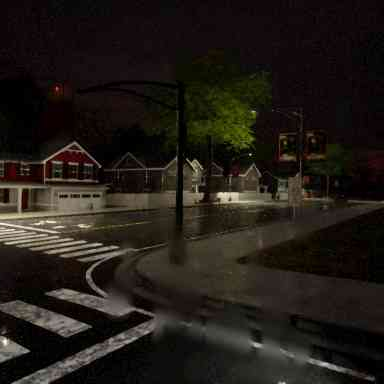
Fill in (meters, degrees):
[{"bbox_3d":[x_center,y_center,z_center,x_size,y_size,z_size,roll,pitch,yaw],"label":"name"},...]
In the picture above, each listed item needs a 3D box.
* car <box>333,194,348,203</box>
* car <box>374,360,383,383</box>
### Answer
[{"bbox_3d":[28.057,1.205,62.697,2.128,1.511,4.902,1,0,36],"label":"car"},{"bbox_3d":[3.380,1.505,1.268,4.892,1.490,1.837,0,0,36],"label":"car"}]
